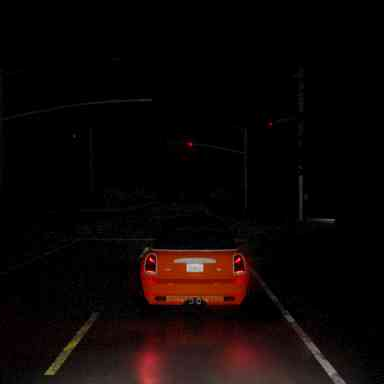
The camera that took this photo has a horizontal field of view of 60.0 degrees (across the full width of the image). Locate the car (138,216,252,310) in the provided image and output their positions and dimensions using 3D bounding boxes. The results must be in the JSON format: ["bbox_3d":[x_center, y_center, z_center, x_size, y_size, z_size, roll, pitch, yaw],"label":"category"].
[{"bbox_3d":[0.058,1.352,7.985,2.097,1.767,4.553,0,0,0],"label":"car"}]

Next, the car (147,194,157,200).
[{"bbox_3d":[-10.397,1.355,76.490,4.553,1.767,2.097,0,0,28],"label":"car"}]
